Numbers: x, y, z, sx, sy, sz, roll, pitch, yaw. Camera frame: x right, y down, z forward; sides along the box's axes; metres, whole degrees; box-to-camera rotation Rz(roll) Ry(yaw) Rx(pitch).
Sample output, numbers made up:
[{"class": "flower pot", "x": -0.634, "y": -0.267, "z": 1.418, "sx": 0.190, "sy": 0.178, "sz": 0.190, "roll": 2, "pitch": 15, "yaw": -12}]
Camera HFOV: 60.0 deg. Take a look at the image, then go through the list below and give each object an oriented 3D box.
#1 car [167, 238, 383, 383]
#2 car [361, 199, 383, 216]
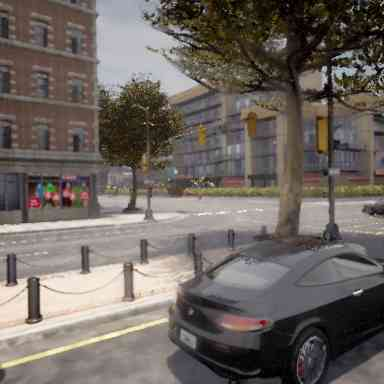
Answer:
[{"class": "car", "x": 1.829, "y": 1.445, "z": 5.092, "sx": 4.674, "sy": 1.442, "sz": 1.812, "roll": -1, "pitch": 1, "yaw": -35}, {"class": "car", "x": 13.966, "y": 1.090, "z": 22.813, "sx": 2.033, "sy": 1.411, "sz": 5.357, "roll": -1, "pitch": 1, "yaw": -5}]
